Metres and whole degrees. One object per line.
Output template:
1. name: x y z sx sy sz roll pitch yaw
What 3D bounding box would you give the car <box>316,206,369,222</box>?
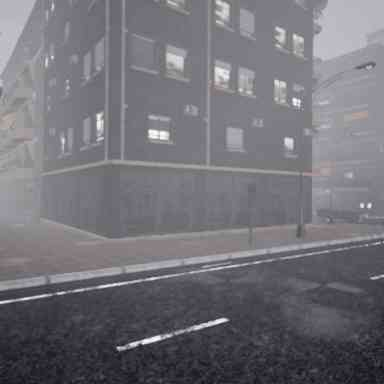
1. car: 14.606 2.104 32.496 2.128 1.511 4.902 1 -1 -37

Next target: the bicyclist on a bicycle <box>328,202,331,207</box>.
1. bicyclist on a bicycle: 17.839 2.075 42.824 1.656 1.620 0.582 0 -1 -36
